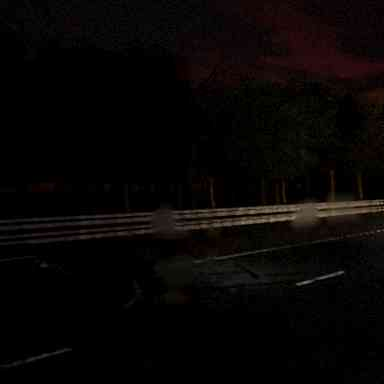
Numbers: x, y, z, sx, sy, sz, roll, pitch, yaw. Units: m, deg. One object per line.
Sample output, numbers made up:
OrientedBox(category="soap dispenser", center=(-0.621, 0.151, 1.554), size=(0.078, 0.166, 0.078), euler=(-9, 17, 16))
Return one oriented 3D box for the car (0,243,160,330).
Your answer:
OrientedBox(category="car", center=(-2.978, 1.603, 5.925), size=(4.718, 1.301, 1.895), euler=(-1, 0, -36))
